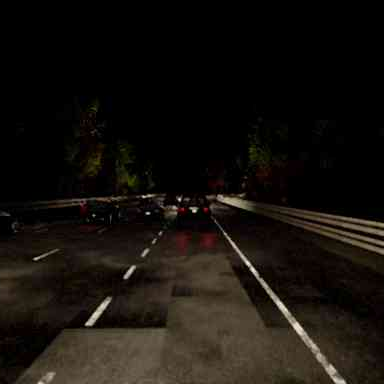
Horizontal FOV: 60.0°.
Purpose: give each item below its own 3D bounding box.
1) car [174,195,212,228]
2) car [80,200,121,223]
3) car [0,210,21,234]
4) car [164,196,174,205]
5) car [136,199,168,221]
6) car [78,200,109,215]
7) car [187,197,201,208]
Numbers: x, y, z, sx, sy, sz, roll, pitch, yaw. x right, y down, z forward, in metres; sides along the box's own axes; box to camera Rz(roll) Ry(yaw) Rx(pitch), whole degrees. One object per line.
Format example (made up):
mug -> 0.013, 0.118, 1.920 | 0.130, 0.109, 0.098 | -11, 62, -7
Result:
car -> 0.149, 1.222, 22.444 | 2.150, 2.045, 5.566 | 0, 0, 0
car -> -6.837, 1.478, 25.684 | 1.882, 1.535, 5.008 | 0, 0, 0
car -> -10.371, 1.491, 16.421 | 2.128, 1.511, 4.902 | 0, 0, 0
car -> -3.232, 1.358, 50.968 | 2.097, 1.767, 4.553 | 0, 0, 0
car -> -3.330, 1.566, 27.130 | 1.994, 1.385, 4.181 | 0, 0, 0
car -> -10.297, 1.566, 35.081 | 1.994, 1.385, 4.181 | 0, 0, 0
car -> 0.264, 1.556, 49.870 | 2.033, 1.411, 5.357 | 0, 0, 0
